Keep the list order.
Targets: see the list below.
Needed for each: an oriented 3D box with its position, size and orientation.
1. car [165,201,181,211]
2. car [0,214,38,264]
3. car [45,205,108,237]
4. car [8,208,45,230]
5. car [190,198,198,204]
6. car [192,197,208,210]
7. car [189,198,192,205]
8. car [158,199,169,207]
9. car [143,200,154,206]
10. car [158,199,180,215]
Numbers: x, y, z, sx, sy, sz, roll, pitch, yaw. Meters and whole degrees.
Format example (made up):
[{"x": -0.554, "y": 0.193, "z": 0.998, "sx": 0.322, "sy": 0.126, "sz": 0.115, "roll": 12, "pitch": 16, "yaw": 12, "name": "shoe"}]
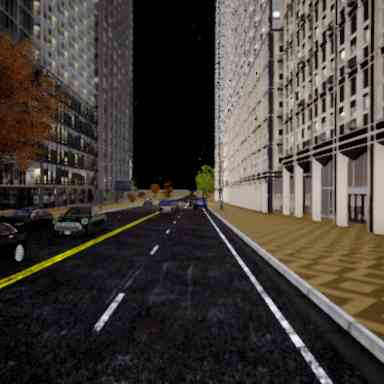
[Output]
[{"x": -2.877, "y": 2.106, "z": 51.001, "sx": 2.128, "sy": 1.511, "sz": 4.902, "roll": 0, "pitch": -1, "yaw": 0, "name": "car"}, {"x": -6.562, "y": 1.604, "z": 9.556, "sx": 1.837, "sy": 1.490, "sz": 4.892, "roll": 0, "pitch": -1, "yaw": 0, "name": "car"}, {"x": -6.493, "y": 1.576, "z": 19.633, "sx": 2.097, "sy": 1.767, "sz": 4.553, "roll": 0, "pitch": -1, "yaw": 1, "name": "car"}, {"x": -9.744, "y": 1.704, "z": 19.520, "sx": 2.128, "sy": 1.511, "sz": 4.902, "roll": 0, "pitch": -1, "yaw": 1, "name": "car"}, {"x": 0.482, "y": 2.339, "z": 87.570, "sx": 1.882, "sy": 1.535, "sz": 5.008, "roll": 0, "pitch": -1, "yaw": 0, "name": "car"}, {"x": 1.434, "y": 1.898, "z": 54.888, "sx": 2.150, "sy": 2.045, "sz": 5.566, "roll": 0, "pitch": -1, "yaw": 0, "name": "car"}, {"x": 0.404, "y": 2.206, "z": 73.840, "sx": 1.837, "sy": 1.490, "sz": 4.892, "roll": 0, "pitch": -1, "yaw": 0, "name": "car"}, {"x": -6.110, "y": 2.301, "z": 71.478, "sx": 1.882, "sy": 1.535, "sz": 5.008, "roll": 0, "pitch": -1, "yaw": 0, "name": "car"}, {"x": -9.360, "y": 2.354, "z": 71.496, "sx": 2.033, "sy": 1.411, "sz": 5.357, "roll": 0, "pitch": -1, "yaw": 0, "name": "car"}, {"x": -2.936, "y": 1.984, "z": 40.766, "sx": 2.128, "sy": 1.511, "sz": 4.902, "roll": 0, "pitch": -1, "yaw": 0, "name": "car"}]
